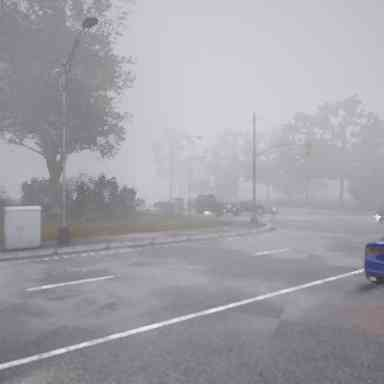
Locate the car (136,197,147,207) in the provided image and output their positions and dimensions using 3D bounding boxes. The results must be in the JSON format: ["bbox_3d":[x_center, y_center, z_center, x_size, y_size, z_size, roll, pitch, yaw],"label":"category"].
[{"bbox_3d":[-8.292,1.433,48.800,2.128,1.511,4.902,0,0,-34],"label":"car"}]

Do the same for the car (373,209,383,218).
[{"bbox_3d":[14.273,1.549,22.730,1.994,1.385,4.181,0,0,1],"label":"car"}]

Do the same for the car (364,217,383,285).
[{"bbox_3d":[6.220,1.472,8.319,5.008,1.535,1.882,0,0,-38],"label":"car"}]

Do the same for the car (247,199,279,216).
[{"bbox_3d":[6.279,1.477,32.596,2.128,1.511,4.902,0,0,-33],"label":"car"}]

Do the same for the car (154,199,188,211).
[{"bbox_3d":[-2.850,1.577,40.428,1.895,1.301,4.718,0,0,-33],"label":"car"}]

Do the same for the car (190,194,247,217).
[{"bbox_3d":[2.408,1.209,32.199,2.150,2.045,5.566,0,0,-31],"label":"car"}]
